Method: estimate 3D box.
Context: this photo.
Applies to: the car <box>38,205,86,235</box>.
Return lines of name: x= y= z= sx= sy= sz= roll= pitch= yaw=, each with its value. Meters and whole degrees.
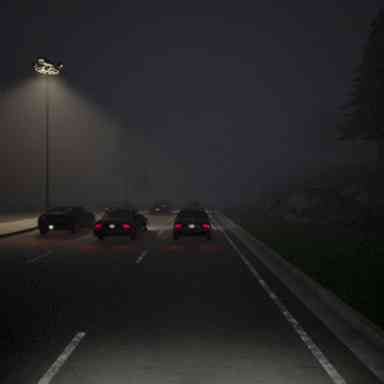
car: x=-6.959 y=1.503 z=18.913 sx=1.837 sy=1.490 sz=4.892 roll=0 pitch=-1 yaw=1

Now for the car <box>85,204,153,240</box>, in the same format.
car: x=-3.477 y=1.548 z=17.066 sx=2.033 sy=1.411 sz=5.357 roll=0 pitch=0 yaw=0

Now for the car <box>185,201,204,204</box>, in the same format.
car: x=0.234 y=1.565 z=34.411 sx=1.994 sy=1.385 sz=4.181 roll=0 pitch=0 yaw=3

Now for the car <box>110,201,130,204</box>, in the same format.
car: x=-6.898 y=1.548 z=32.070 sx=2.033 sy=1.411 sz=5.357 roll=0 pitch=0 yaw=2

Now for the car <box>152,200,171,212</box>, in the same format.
car: x=-3.243 y=1.525 z=34.864 sx=1.812 sy=1.442 sz=4.674 roll=0 pitch=0 yaw=3

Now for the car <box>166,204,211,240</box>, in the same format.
car: x=0.023 y=1.548 z=17.086 sx=2.033 sy=1.411 sz=5.357 roll=0 pitch=0 yaw=0
